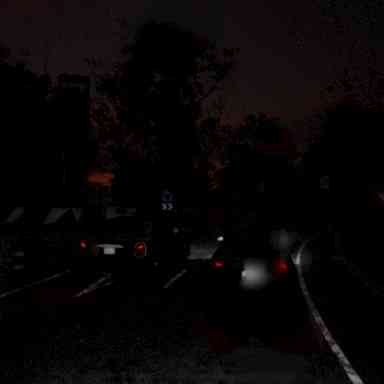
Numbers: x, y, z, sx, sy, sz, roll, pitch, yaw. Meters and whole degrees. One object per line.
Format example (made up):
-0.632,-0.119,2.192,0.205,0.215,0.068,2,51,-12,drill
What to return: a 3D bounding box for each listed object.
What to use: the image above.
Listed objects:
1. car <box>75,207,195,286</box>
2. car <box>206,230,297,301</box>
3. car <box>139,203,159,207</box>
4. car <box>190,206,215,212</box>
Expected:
-1.530,1.500,10.179,2.097,1.767,4.553,0,-1,13,car
1.569,1.690,8.767,1.994,1.385,4.181,0,-1,11,car
-6.389,2.482,54.381,4.902,1.511,2.128,0,-1,13,car
1.320,2.485,54.435,5.008,1.535,1.882,-1,-1,33,car
